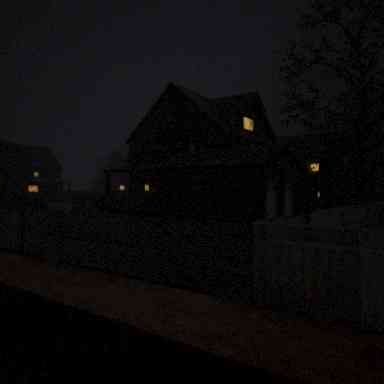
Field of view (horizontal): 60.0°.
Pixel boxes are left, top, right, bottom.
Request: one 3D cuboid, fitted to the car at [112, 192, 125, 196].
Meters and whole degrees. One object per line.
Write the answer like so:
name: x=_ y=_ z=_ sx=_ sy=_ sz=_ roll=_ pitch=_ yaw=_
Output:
car: x=-9.634 y=0.765 z=40.244 sx=1.812 sy=1.442 sz=4.674 roll=1 pitch=2 yaw=35
